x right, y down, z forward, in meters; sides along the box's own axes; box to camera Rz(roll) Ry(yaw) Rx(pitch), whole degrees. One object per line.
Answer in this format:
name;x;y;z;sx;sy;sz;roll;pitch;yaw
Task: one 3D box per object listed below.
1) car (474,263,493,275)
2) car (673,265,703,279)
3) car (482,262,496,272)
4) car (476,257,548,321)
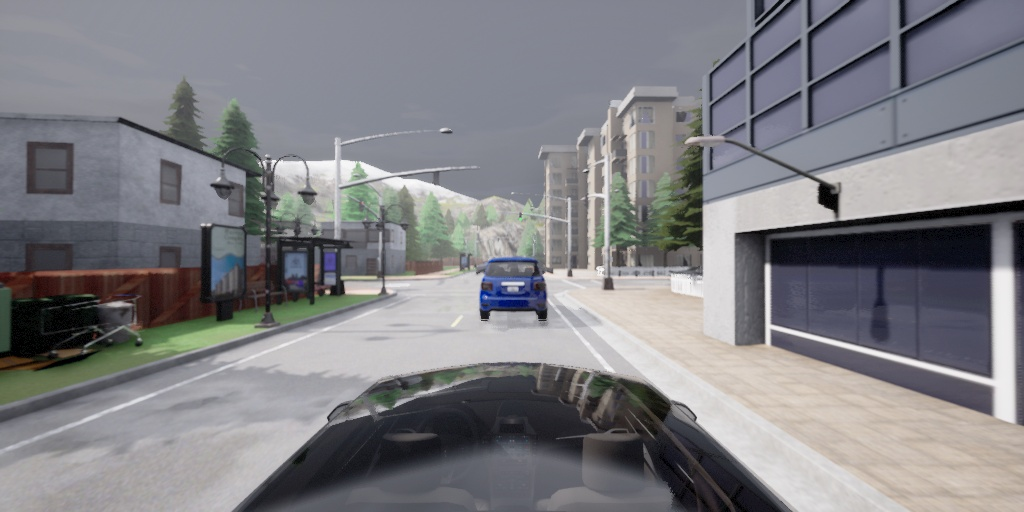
car;-3.593;1.691;46.472;2.033;1.411;5.357;0;-1;0
car;16.504;1.527;31.050;4.892;1.490;1.837;0;-1;-2
car;-3.586;1.709;56.393;1.882;1.535;5.008;0;-1;0
car;0.074;1.073;13.098;2.150;2.045;5.566;0;0;1
